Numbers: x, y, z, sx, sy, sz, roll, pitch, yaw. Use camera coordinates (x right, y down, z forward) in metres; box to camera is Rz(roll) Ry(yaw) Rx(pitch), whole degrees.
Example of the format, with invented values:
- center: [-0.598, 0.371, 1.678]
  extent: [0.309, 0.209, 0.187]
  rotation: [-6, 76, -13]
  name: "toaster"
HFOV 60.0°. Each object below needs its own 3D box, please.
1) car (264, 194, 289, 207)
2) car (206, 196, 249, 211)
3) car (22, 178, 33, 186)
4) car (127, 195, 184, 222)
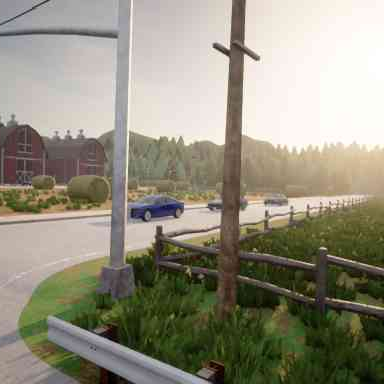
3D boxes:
- center: [10.297, 0.983, 40.551]
  extent: [1.994, 1.385, 4.181]
  rotation: [3, 2, 34]
  name: "car"
- center: [3.343, 0.987, 30.023]
  extent: [2.033, 1.411, 5.357]
  rotation: [3, 2, 33]
  name: "car"
- center: [-39.001, -2.370, 79.385]
  extent: [1.905, 1.878, 3.866]
  rotation: [8, 2, -13]
  name: "car"
- center: [-2.441, 0.936, 21.235]
  extent: [1.882, 1.535, 5.008]
  rotation: [3, 2, 33]
  name: "car"
